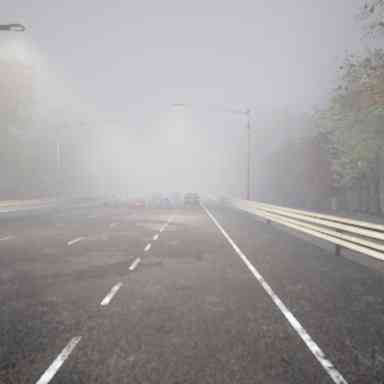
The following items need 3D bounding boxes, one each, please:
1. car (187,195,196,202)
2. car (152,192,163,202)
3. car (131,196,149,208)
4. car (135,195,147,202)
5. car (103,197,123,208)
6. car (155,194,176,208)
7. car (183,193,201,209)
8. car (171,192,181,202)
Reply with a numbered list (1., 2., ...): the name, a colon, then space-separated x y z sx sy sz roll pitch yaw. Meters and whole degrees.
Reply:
1. car: -0.061 1.339 70.112 1.812 1.442 4.674 0 0 0
2. car: -7.060 1.037 69.812 2.150 2.045 5.566 0 0 0
3. car: -7.030 1.434 44.998 1.994 1.385 4.181 0 0 0
4. car: -10.560 1.406 69.404 1.895 1.301 4.718 0 0 0
5. car: -10.532 1.361 44.483 2.128 1.511 4.902 0 0 0
6. car: -3.533 1.397 44.841 1.812 1.442 4.674 0 0 0
7. car: -0.036 1.098 44.058 2.150 2.045 5.566 0 0 0
8. car: -3.560 1.038 70.058 2.150 2.045 5.566 0 0 0
